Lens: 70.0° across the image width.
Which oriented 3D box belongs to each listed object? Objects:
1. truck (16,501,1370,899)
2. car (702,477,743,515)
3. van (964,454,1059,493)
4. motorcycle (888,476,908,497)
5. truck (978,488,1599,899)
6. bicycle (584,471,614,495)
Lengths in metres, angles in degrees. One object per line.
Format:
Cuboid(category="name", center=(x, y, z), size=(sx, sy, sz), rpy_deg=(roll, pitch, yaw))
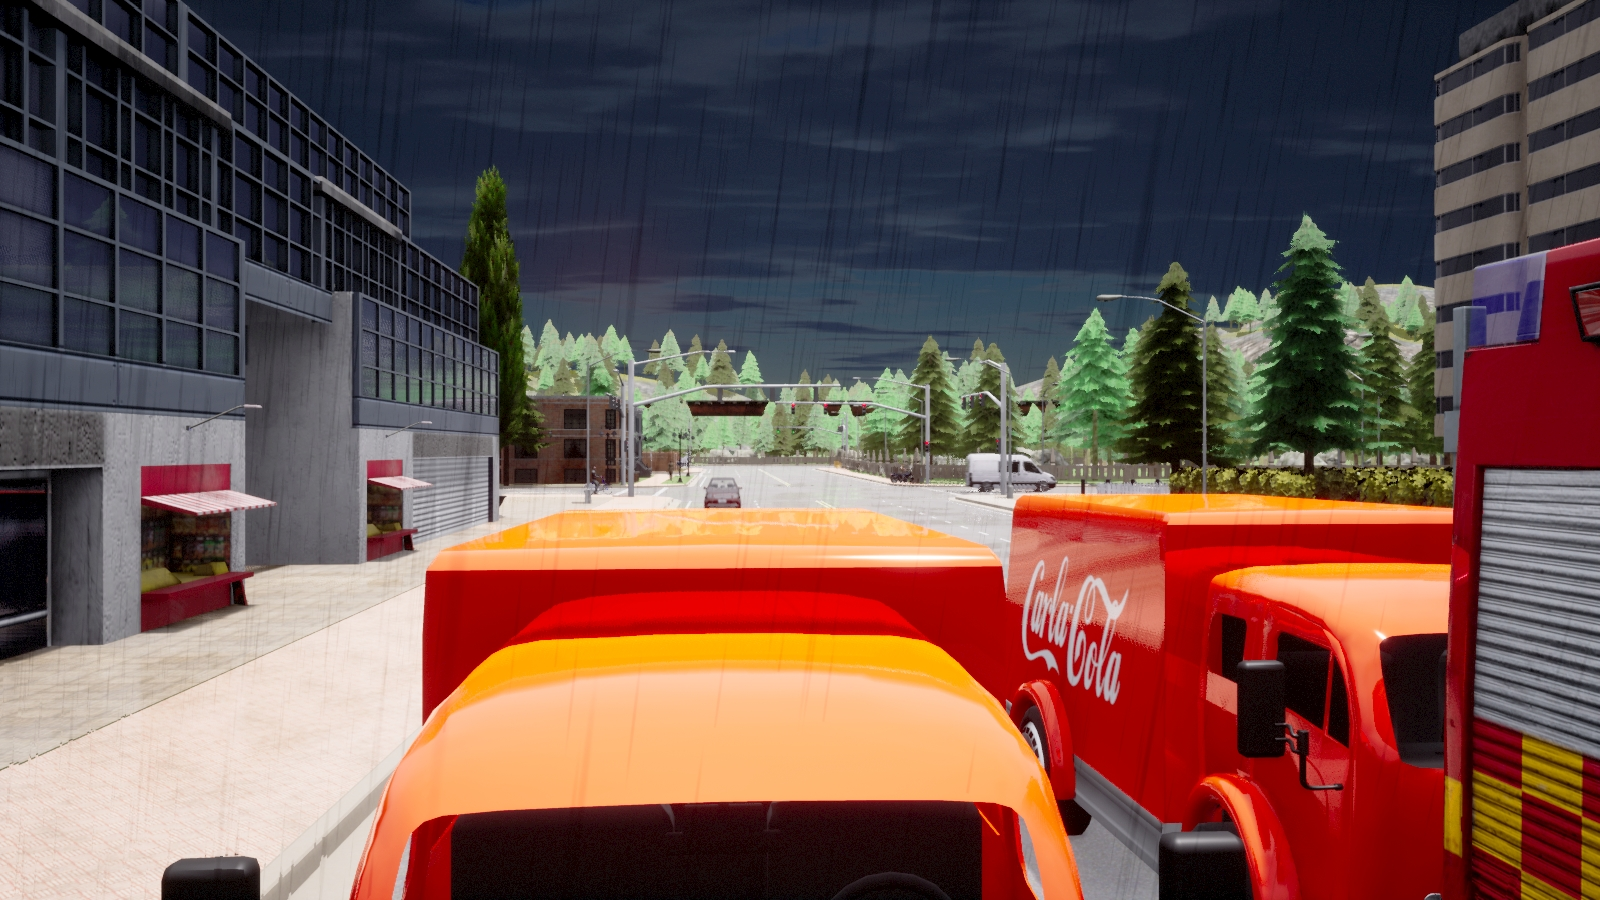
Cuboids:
Cuboid(category="truck", center=(-0.347, 1.568, 4.821), size=(2.627, 2.467, 5.204), rpy_deg=(0, 0, -4))
Cuboid(category="car", center=(-3.482, 2.026, 51.475), size=(1.789, 1.549, 3.705), rpy_deg=(0, 0, -4))
Cuboid(category="van", center=(13.981, 1.534, 75.766), size=(5.915, 2.561, 1.988), rpy_deg=(0, 0, 0))
Cuboid(category="motorcycle", center=(5.944, 2.205, 69.519), size=(0.867, 1.251, 2.209), rpy_deg=(0, 0, -4))
Cuboid(category="truck", center=(3.003, 1.568, 7.234), size=(2.627, 2.467, 5.204), rpy_deg=(0, 0, -4))
Cuboid(category="bicycle", center=(-12.531, 2.060, 71.198), size=(1.835, 1.471, 0.329), rpy_deg=(0, 0, -11))
